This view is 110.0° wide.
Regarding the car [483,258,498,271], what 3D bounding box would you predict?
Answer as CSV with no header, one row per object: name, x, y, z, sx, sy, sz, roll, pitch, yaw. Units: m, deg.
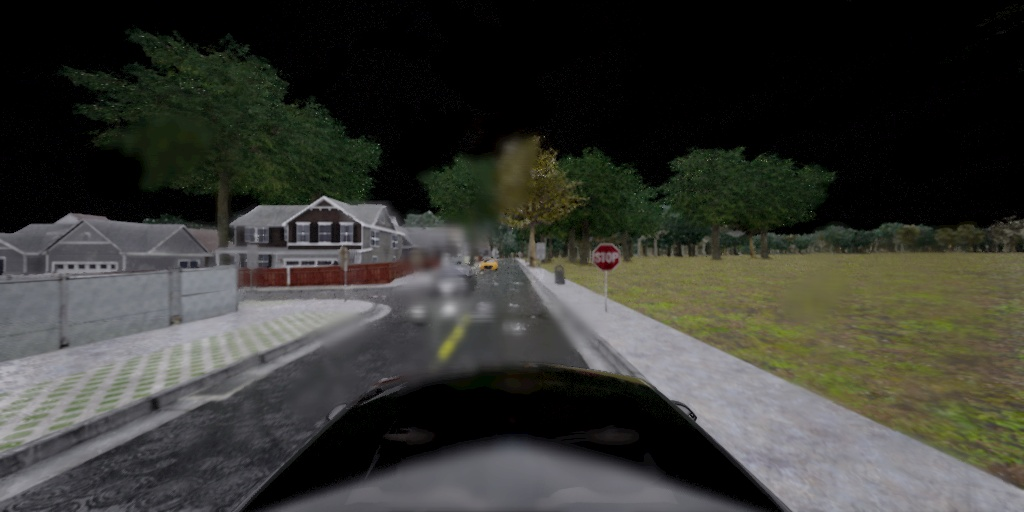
car,-2.748,1.045,44.153,1.882,1.535,5.008,0,0,0

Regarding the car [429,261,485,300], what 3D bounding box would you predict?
car,-2.771,1.217,17.748,2.128,1.511,4.902,-1,0,0
